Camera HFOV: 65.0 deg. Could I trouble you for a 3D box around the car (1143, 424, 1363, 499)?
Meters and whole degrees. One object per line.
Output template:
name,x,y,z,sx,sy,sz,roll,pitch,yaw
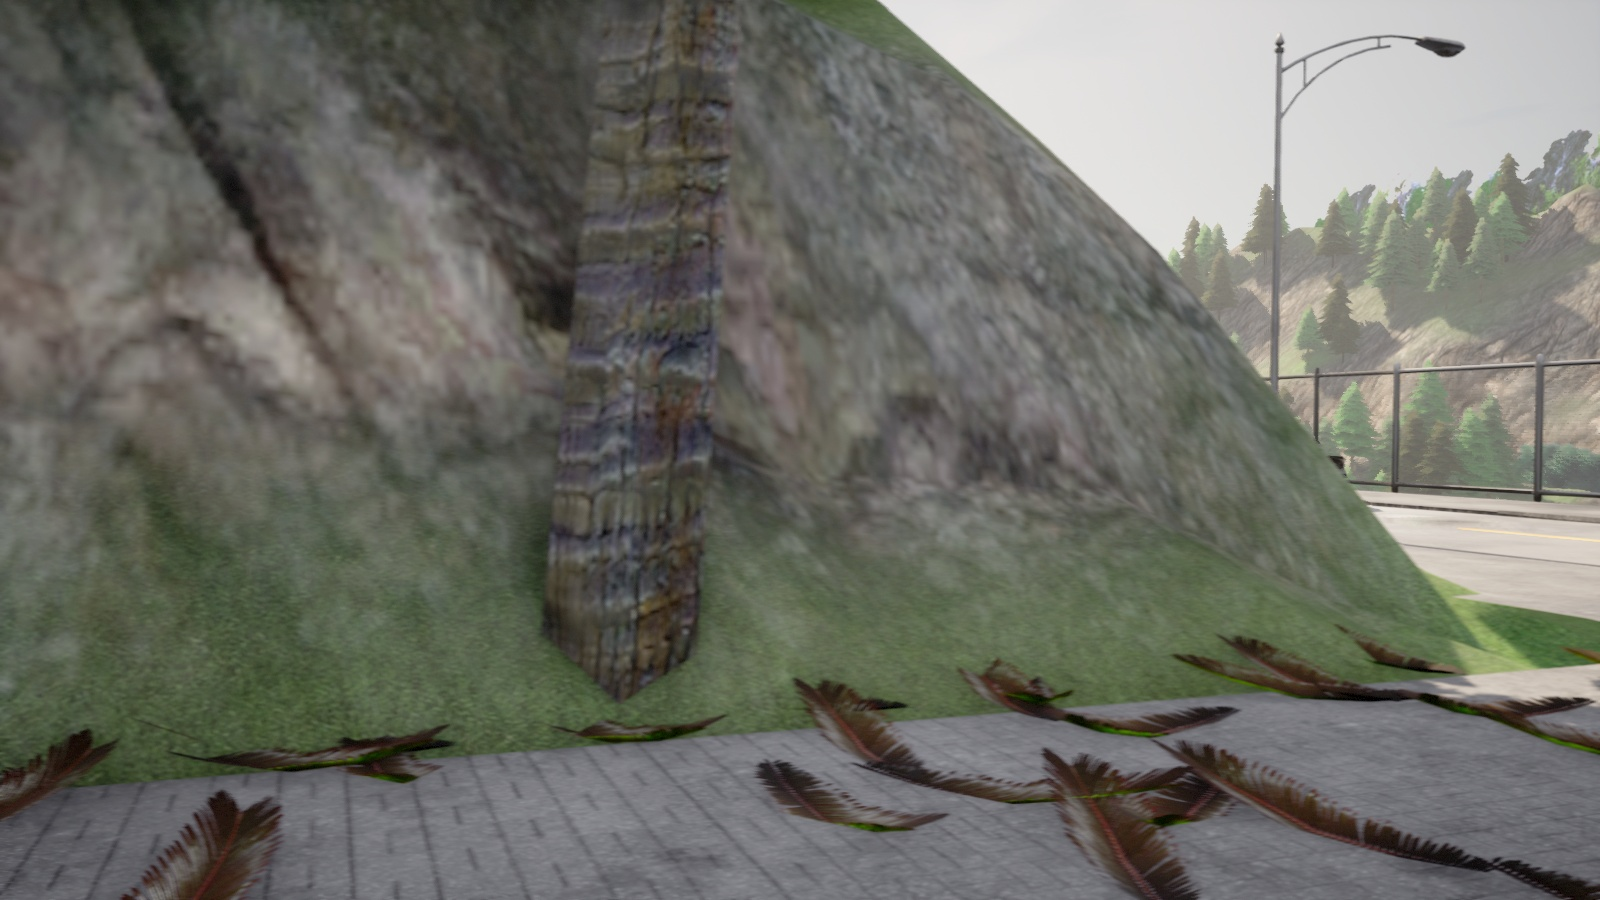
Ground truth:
car,10.152,0.200,28.619,1.882,1.535,5.008,-1,1,-21
